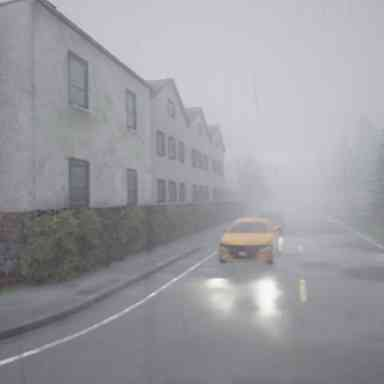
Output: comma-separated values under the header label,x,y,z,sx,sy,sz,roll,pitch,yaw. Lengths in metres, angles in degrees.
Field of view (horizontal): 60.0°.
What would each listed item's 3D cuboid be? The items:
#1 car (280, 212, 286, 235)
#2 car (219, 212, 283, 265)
label,x,y,z,sx,sy,sz,roll,pitch,yaw
car,5.556,2.081,23.168,2.033,1.411,5.357,-2,-2,18
car,2.413,1.805,13.303,1.882,1.535,5.008,-2,-2,18
